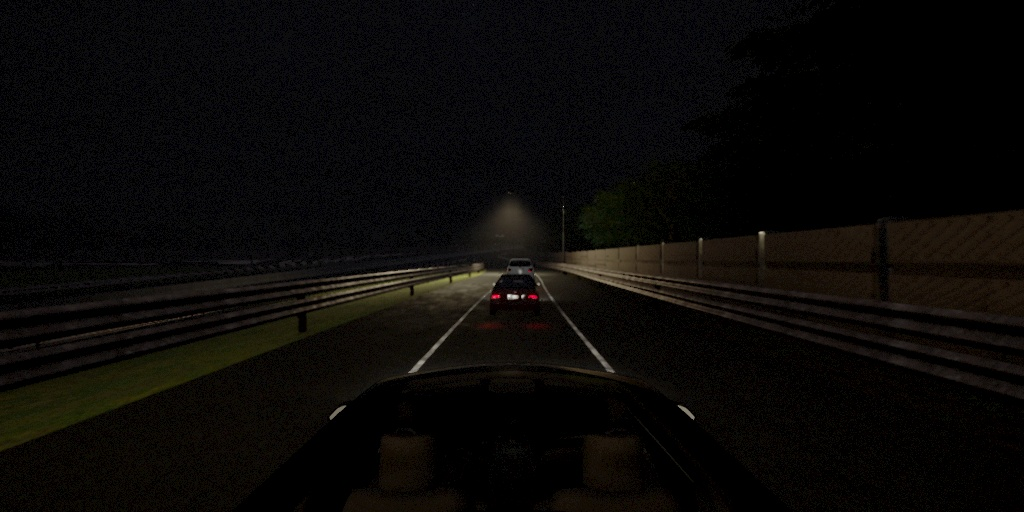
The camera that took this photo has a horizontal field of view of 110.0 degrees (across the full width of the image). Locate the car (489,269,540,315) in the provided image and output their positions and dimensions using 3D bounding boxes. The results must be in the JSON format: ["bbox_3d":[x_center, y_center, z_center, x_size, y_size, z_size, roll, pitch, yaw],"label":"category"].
[{"bbox_3d":[0.155,1.407,14.240,2.033,1.411,5.357,0,0,2],"label":"car"}]

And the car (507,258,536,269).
[{"bbox_3d":[0.754,1.216,29.266,2.150,2.045,5.566,0,0,3],"label":"car"}]
